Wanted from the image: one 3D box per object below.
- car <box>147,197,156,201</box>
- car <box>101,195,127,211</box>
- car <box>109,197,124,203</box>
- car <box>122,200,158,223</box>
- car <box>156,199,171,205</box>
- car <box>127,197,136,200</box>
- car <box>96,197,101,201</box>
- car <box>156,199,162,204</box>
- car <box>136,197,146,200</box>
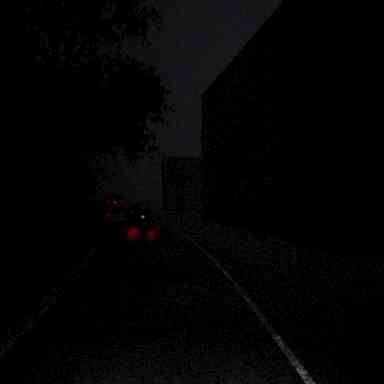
[{"bbox_3d":[-12.916,2.357,92.116,2.435,2.045,5.566,4,-3,-32],"label":"car"},{"bbox_3d":[-9.937,1.348,42.035,2.150,2.045,5.566,0,0,-18],"label":"car"},{"bbox_3d":[-19.983,2.091,87.652,2.163,1.488,4.792,5,-3,-32],"label":"car"},{"bbox_3d":[-4.159,1.577,25.874,1.812,1.442,4.674,0,0,-17],"label":"car"},{"bbox_3d":[-8.198,2.955,95.024,2.163,1.488,4.792,3,-2,-32],"label":"car"},{"bbox_3d":[-17.626,2.126,89.144,2.185,1.767,4.553,4,-3,-32],"label":"car"},{"bbox_3d":[-22.300,1.900,86.120,2.163,1.488,4.792,5,-3,-32],"label":"car"},{"bbox_3d":[-10.555,2.773,93.563,2.231,1.521,4.892,4,-2,-32],"label":"car"},{"bbox_3d":[-15.268,2.434,90.588,2.097,1.535,5.008,4,-3,-32],"label":"car"}]
